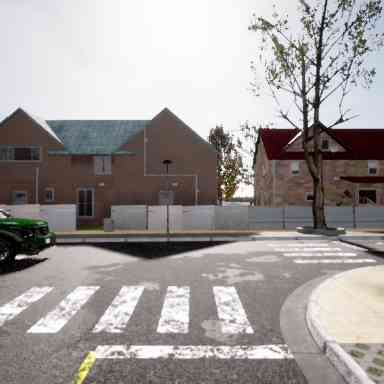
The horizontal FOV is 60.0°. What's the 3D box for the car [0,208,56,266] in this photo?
[{"bbox_3d":[-7.548,1.284,11.045,5.566,2.045,2.150,0,-1,0],"label":"car"}]
